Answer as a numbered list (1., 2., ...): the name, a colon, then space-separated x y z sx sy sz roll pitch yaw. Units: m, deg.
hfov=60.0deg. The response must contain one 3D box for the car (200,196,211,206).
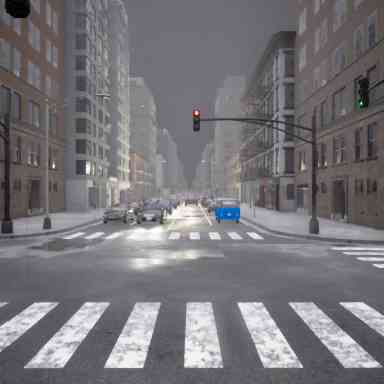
1. car: 2.551 1.577 47.700 1.802 1.307 4.206 0 0 0

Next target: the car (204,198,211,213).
1. car: 2.571 1.580 36.337 1.802 1.307 4.206 0 0 0

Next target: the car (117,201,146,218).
1. car: -5.444 1.543 30.633 1.887 1.381 4.507 0 0 0

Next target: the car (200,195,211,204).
1. car: 2.520 1.422 64.744 1.967 1.590 4.097 0 0 0

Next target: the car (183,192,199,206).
1. car: -0.100 1.341 55.069 2.097 1.767 4.553 0 0 0

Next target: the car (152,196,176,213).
1. car: -2.912 1.476 33.947 1.882 1.535 5.008 0 0 0

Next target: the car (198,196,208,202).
1. car: 2.500 1.525 76.106 2.008 1.369 4.403 0 0 0

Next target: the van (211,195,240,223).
1. van: 2.591 1.340 24.975 1.690 1.788 3.998 0 0 0

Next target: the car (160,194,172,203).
1. car: -5.515 1.293 70.406 2.192 1.841 5.009 0 0 0

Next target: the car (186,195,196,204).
1. car: -0.118 1.460 65.102 1.882 1.535 5.008 0 0 0

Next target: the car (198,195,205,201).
1. car: 2.480 1.532 87.469 1.947 1.339 4.313 0 0 0

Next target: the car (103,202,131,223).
1. car: -5.434 1.550 24.952 2.008 1.369 4.403 0 0 0

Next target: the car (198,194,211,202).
1. car: 2.541 1.306 53.381 2.192 1.841 5.009 0 0 0

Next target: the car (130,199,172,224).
1. car: -2.882 1.491 24.504 2.128 1.511 4.902 0 0 -1

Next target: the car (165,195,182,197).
1. car: -2.902 1.555 53.195 1.994 1.385 4.181 0 0 1

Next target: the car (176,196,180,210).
1. car: -2.925 1.560 43.173 1.994 1.385 4.181 0 0 0

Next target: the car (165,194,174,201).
1. car: -5.535 1.410 81.770 1.967 1.590 4.097 0 0 0
